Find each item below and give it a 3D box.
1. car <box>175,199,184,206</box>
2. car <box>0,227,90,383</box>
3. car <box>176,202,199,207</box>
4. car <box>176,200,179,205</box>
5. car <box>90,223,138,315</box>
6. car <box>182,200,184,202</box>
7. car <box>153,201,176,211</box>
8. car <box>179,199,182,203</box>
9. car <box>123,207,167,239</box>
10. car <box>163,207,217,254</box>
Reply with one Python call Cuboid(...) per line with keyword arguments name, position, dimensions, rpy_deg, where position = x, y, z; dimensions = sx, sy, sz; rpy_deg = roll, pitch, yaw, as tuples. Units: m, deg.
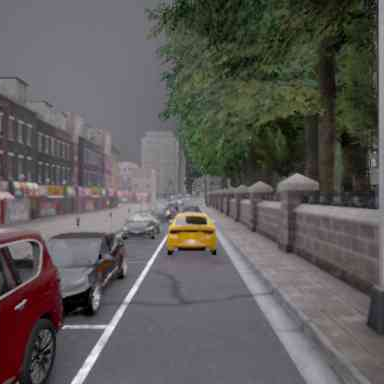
Cuboid(name="car", position=(-2.712, 2.343, 74.371), dimensions=(1.947, 1.339, 4.313), rpy_deg=(0, -1, 0))
Cuboid(name="car", position=(-2.659, 1.342, 2.474), dimensions=(2.192, 1.841, 5.009), rpy_deg=(0, -1, 0))
Cuboid(name="car", position=(-0.021, 1.835, 27.515), dimensions=(2.033, 1.411, 5.357), rpy_deg=(0, -1, 0))
Cuboid(name="car", position=(-2.681, 1.797, 34.092), dimensions=(1.967, 1.590, 4.097), rpy_deg=(0, -1, 0))
Cuboid(name="car", position=(-2.663, 1.648, 7.741), dimensions=(1.947, 1.339, 4.313), rpy_deg=(0, -1, 0))
Cuboid(name="car", position=(-2.708, 2.321, 70.709), dimensions=(1.802, 1.307, 4.206), rpy_deg=(0, -1, 0))
Cuboid(name="car", position=(-2.677, 1.741, 28.821), dimensions=(1.967, 1.590, 4.097), rpy_deg=(0, -1, 0))
Cuboid(name="car", position=(-2.797, 1.997, 47.011), dimensions=(1.837, 1.490, 4.892), rpy_deg=(0, -1, 0))
Cuboid(name="car", position=(-2.670, 1.742, 18.281), dimensions=(2.008, 1.369, 4.403), rpy_deg=(0, -1, 0))
Cuboid(name="car", position=(0.009, 1.626, 14.258), dimensions=(1.882, 1.535, 5.008), rpy_deg=(0, 0, 0))
